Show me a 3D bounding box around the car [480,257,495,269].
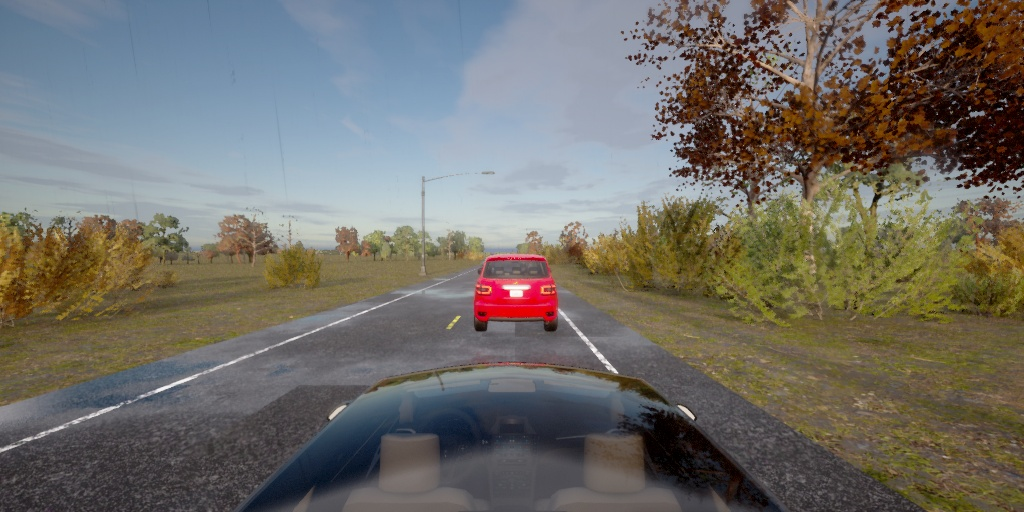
[{"bbox_3d":[-3.863,1.087,57.499,2.097,1.767,4.553,0,0,0],"label":"car"}]

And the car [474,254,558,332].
[{"bbox_3d":[0.093,0.968,11.039,2.150,2.045,5.566,0,0,0],"label":"car"}]

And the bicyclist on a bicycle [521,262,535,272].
[{"bbox_3d":[0.946,1.114,18.745,0.659,1.776,1.843,0,0,0],"label":"bicyclist on a bicycle"}]
